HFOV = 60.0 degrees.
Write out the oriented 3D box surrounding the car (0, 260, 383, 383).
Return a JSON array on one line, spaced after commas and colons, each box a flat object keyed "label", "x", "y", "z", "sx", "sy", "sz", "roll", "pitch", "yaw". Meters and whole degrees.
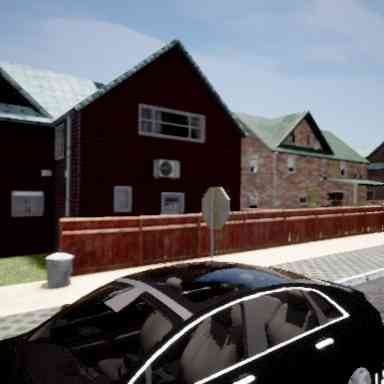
[{"label": "car", "x": -0.125, "y": 1.507, "z": 2.984, "sx": 4.892, "sy": 1.490, "sz": 1.837, "roll": 1, "pitch": 0, "yaw": -36}]
